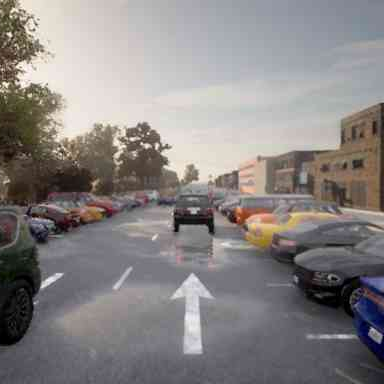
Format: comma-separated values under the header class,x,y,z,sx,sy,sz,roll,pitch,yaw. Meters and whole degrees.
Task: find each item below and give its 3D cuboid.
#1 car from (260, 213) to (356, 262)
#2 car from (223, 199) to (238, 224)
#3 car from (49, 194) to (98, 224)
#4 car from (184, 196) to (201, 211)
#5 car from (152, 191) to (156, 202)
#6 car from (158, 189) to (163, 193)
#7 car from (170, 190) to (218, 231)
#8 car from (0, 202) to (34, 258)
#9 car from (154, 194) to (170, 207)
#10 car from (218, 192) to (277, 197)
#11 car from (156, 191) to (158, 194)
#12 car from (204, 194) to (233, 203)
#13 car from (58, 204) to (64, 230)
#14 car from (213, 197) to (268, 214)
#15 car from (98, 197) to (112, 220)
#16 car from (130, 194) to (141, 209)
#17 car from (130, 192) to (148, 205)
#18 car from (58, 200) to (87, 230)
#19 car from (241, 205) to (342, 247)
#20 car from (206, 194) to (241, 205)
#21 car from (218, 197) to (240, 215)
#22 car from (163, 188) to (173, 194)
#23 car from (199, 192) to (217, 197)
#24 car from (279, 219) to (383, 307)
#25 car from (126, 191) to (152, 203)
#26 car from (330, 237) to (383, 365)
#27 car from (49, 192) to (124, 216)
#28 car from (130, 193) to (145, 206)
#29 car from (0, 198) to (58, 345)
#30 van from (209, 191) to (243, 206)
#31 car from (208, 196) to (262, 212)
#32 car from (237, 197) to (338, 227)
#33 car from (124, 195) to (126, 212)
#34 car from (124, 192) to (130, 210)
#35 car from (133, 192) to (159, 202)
class,x,y,z,sx,sy,sz,roll,pitch,yaw
car,4.533,1.459,9.314,4.674,1.452,2.002,0,0,0
car,4.559,1.370,20.447,4.792,1.488,2.163,0,0,0
car,-8.518,1.215,20.417,4.553,1.767,2.185,0,0,0
car,0.081,1.253,37.257,1.812,1.442,4.674,0,0,0
car,-8.599,0.942,53.711,4.553,1.767,2.185,0,0,0
car,-8.600,0.768,59.405,5.566,2.045,2.435,0,0,0
car,0.090,1.089,19.456,2.150,2.045,5.566,0,0,0
car,-8.515,1.274,12.063,4.553,1.767,2.185,0,0,0
car,-3.614,1.262,44.992,1.895,1.301,4.718,0,0,0
car,4.556,1.151,28.794,4.553,1.767,2.185,0,0,0
car,-8.601,0.918,56.496,4.553,1.767,2.185,0,0,0
car,4.481,1.072,56.628,4.792,1.488,2.163,0,0,0
car,-8.550,1.420,14.849,4.674,1.452,2.002,0,0,0
car,4.517,1.255,31.580,4.892,1.521,2.231,0,0,0
car,-8.557,1.319,23.203,5.008,1.535,2.097,0,0,0
car,-8.529,1.238,37.128,4.792,1.488,2.163,0,0,0
car,-8.748,1.159,42.573,5.366,1.575,1.946,0,0,0
car,-8.544,1.361,17.634,5.008,1.535,2.097,0,0,0
car,4.719,1.397,12.096,5.366,1.575,1.946,0,0,0
car,4.521,1.115,48.278,4.892,1.521,2.231,0,0,0
car,4.524,1.338,26.013,4.674,1.452,2.002,0,0,0
car,-8.231,0.417,91.027,4.553,1.767,2.185,0,1,0
car,4.308,0.613,88.211,4.674,1.452,2.002,0,1,0
car,4.542,1.437,6.529,5.008,1.535,2.097,0,0,0
car,-8.534,0.988,48.266,4.553,1.767,2.185,0,0,0
car,4.533,1.455,3.746,5.008,1.535,2.097,0,0,0
car,-8.526,1.047,25.988,5.566,2.045,2.435,0,0,0
car,-8.566,1.185,39.914,5.008,1.535,2.097,0,0,0
car,-3.602,1.199,3.374,2.150,2.045,5.566,0,0,0
van,4.633,0.912,45.369,4.442,1.987,1.878,0,0,0
car,4.337,1.228,34.363,5.366,1.575,1.946,0,0,0
car,4.564,1.254,14.879,4.553,1.767,2.185,0,0,0
car,-8.561,1.278,28.773,4.892,1.521,2.231,0,0,0
car,-8.588,1.128,31.558,4.553,1.767,2.185,0,0,0
car,-8.541,0.869,62.192,4.553,1.767,2.185,0,0,0
